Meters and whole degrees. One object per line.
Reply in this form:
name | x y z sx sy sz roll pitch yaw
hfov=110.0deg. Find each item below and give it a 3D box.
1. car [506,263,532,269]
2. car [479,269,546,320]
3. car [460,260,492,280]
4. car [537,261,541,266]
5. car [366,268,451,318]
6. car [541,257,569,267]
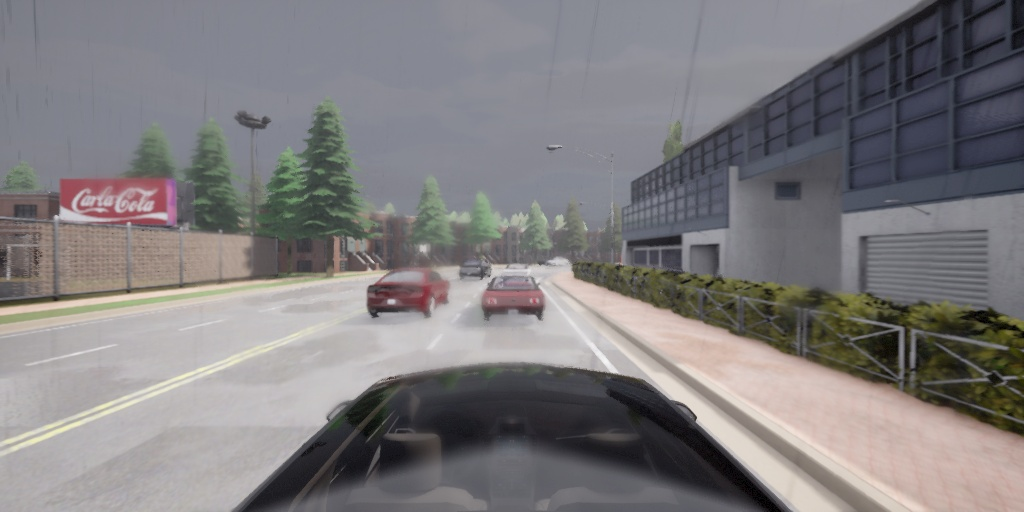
car | 0.506 1.203 27.292 1.895 1.301 4.718 0 0 6
car | 0.060 1.289 12.326 1.895 1.301 4.718 0 0 0
car | -2.795 1.086 28.734 2.128 1.511 4.902 0 0 8
car | 6.333 1.010 60.472 4.718 1.301 1.895 0 0 -42
car | -3.437 1.164 12.773 1.882 1.535 5.008 0 0 0
car | 7.119 0.959 56.266 4.674 1.442 1.812 0 0 -44
